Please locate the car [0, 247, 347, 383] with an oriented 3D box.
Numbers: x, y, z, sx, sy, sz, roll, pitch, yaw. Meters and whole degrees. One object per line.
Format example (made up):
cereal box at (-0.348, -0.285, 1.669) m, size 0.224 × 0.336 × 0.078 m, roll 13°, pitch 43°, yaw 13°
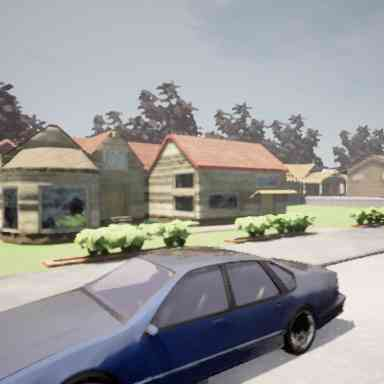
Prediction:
car at (-0.084, 1.536, 4.511) m, size 5.357 × 1.411 × 2.033 m, roll 0°, pitch 0°, yaw -35°
